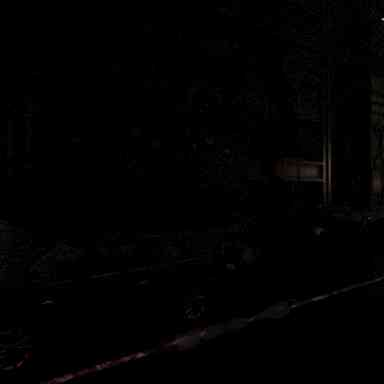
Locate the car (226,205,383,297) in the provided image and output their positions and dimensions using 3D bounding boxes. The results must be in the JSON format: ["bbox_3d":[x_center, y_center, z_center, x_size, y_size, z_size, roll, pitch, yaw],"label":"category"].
[{"bbox_3d":[2.897,1.300,8.720,5.009,1.841,2.192,0,0,-36],"label":"car"}]

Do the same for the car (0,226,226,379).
[{"bbox_3d":[-1.692,1.436,5.446,4.097,1.590,1.967,0,0,-36],"label":"car"}]
